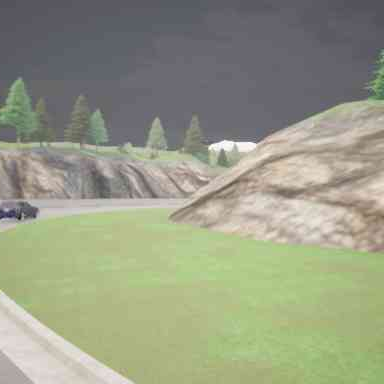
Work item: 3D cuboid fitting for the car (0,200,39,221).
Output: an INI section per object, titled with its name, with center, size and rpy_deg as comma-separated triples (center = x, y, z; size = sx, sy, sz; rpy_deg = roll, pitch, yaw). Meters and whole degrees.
[car]
center = -15.274, 1.558, 29.360
size = 2.097, 1.767, 4.553
rpy_deg = 0, -1, -4
